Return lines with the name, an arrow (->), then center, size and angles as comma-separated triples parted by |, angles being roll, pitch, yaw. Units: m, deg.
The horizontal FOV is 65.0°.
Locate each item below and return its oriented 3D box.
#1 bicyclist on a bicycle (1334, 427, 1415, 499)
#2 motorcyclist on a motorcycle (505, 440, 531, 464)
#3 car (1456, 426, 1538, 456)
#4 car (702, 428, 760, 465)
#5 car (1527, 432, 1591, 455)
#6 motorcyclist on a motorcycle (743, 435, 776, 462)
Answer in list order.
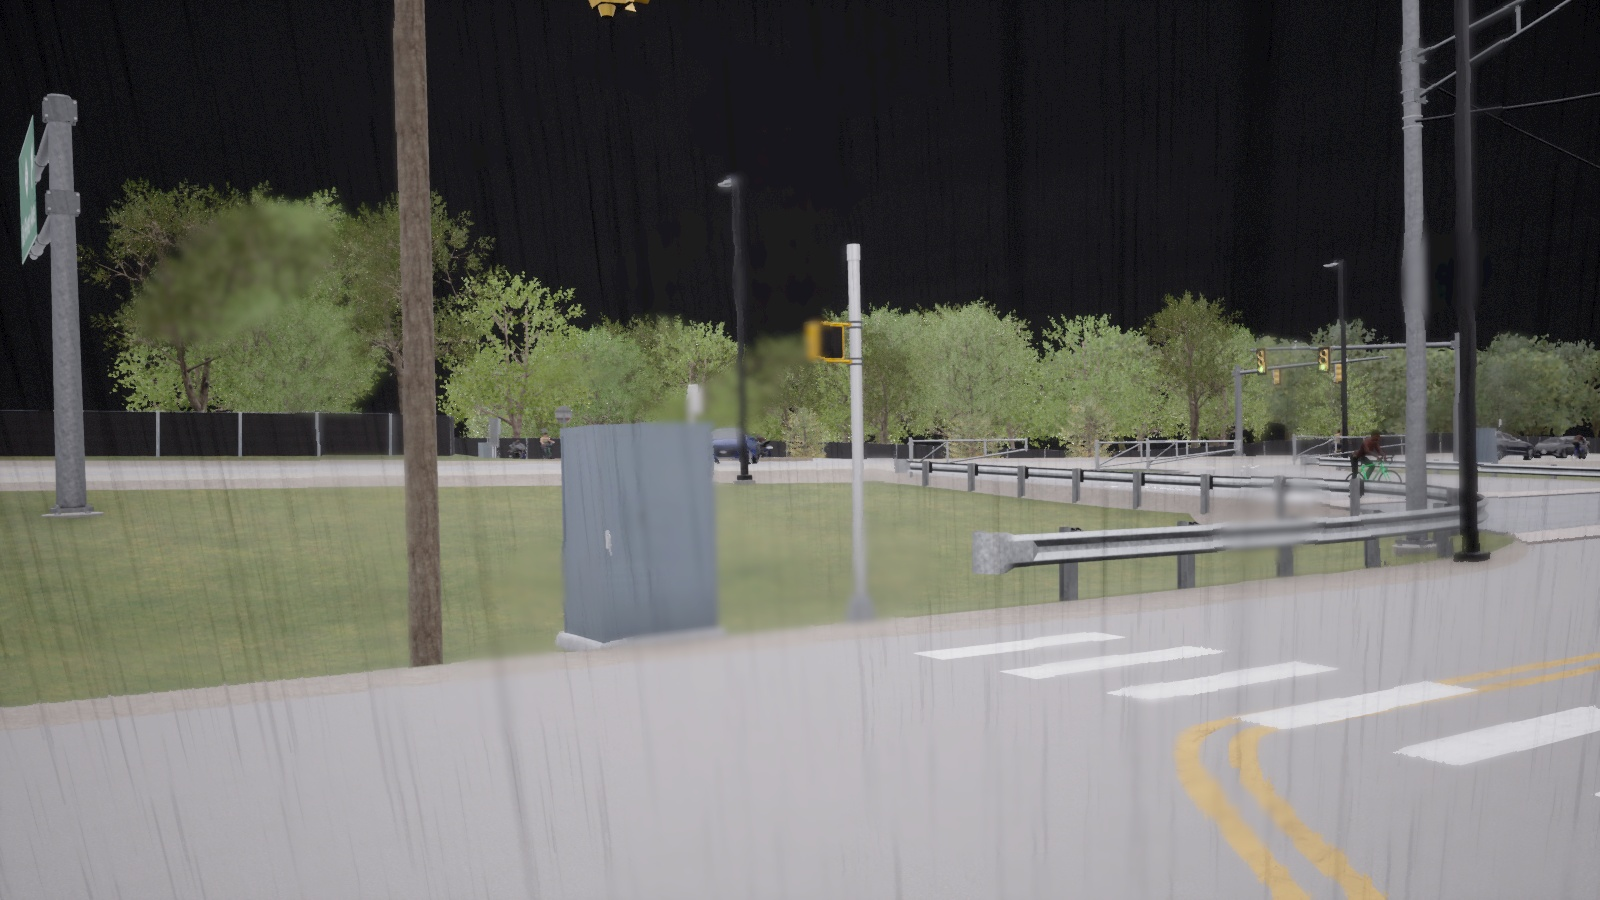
bicyclist on a bicycle -> 13.443, 0.322, 29.412 | 0.582, 1.620, 1.656 | -1, -2, -27
motorcyclist on a motorcycle -> -18.479, 0.149, 82.281 | 0.866, 1.530, 2.191 | -2, 0, -36
car -> 40.858, -0.519, 73.565 | 5.027, 1.651, 2.152 | 0, 0, -34
car -> -2.971, -0.144, 54.738 | 1.882, 1.535, 5.008 | 0, 0, 4
car -> 51.386, -0.417, 84.960 | 4.514, 1.525, 2.007 | 0, 0, -34
motorcyclist on a motorcycle -> -2.353, -0.117, 72.741 | 0.866, 1.530, 2.191 | -1, 1, -34
